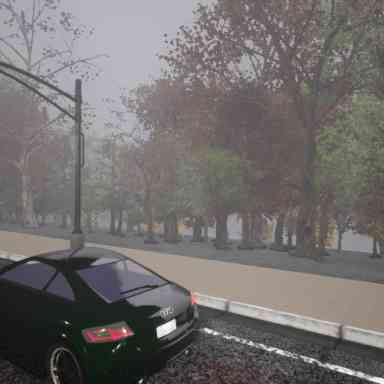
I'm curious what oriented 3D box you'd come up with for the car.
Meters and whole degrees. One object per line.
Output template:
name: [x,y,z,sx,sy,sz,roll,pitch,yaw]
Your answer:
car: [-1.926,1.563,5.061,4.181,1.385,1.994,0,0,36]
